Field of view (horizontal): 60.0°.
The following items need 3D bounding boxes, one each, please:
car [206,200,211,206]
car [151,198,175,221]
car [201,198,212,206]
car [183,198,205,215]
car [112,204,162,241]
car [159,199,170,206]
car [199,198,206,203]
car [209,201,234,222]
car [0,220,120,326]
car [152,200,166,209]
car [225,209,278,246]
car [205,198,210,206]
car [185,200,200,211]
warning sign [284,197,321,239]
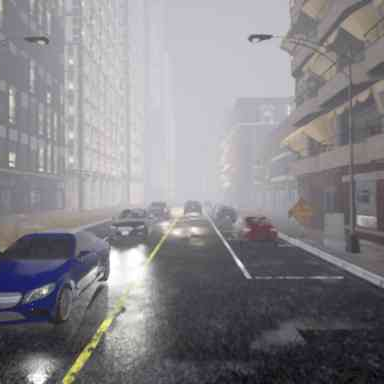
[{"bbox_3d":[2.778,1.795,33.879,2.008,1.369,4.403,0,-1,0],"label":"car"},{"bbox_3d":[-3.009,1.619,30.235,2.097,1.767,4.553,-1,-1,0],"label":"car"},{"bbox_3d":[2.873,1.990,67.770,1.967,1.590,4.097,0,-1,0],"label":"car"},{"bbox_3d":[0.097,1.656,37.892,2.097,1.767,4.553,-1,-1,0],"label":"car"},{"bbox_3d":[-3.056,1.647,17.750,2.128,1.511,4.902,-1,0,0],"label":"car"},{"bbox_3d":[-5.506,2.170,67.793,1.887,1.381,4.507,0,-1,0],"label":"car"},{"bbox_3d":[2.939,2.288,90.532,1.752,1.417,4.829,0,-1,0],"label":"car"},{"bbox_3d":[2.761,1.746,28.231,2.008,1.369,4.403,0,-1,0],"label":"car"},{"bbox_3d":[-3.089,1.592,7.352,1.812,1.442,4.674,-1,0,0],"label":"car"},{"bbox_3d":[-5.538,2.073,56.495,2.008,1.369,4.403,0,-1,0],"label":"car"},{"bbox_3d":[2.775,1.664,15.314,1.802,1.307,4.206,0,-1,0],"label":"car"},{"bbox_3d":[2.858,2.080,62.121,1.802,1.307,4.206,0,-1,0],"label":"car"},{"bbox_3d":[0.131,1.944,48.250,2.033,1.411,5.357,-1,0,0],"label":"car"},{"bbox_3d":[5.095,1.177,15.426,1.300,1.860,1.060,-1,-1,0],"label":"warning sign"}]
